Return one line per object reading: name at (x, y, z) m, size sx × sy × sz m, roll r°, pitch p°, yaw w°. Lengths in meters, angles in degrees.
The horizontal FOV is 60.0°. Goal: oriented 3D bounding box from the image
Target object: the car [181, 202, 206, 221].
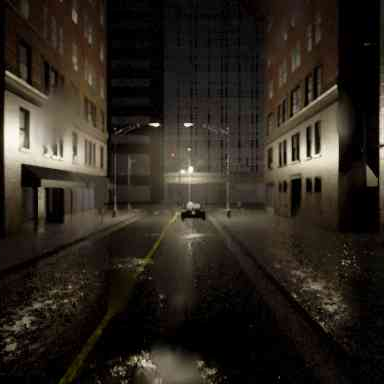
car at (0.097, 1.541, 27.276) m, size 1.994 × 1.385 × 4.181 m, roll 0°, pitch 0°, yaw 0°
